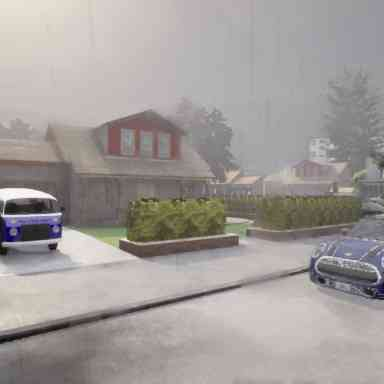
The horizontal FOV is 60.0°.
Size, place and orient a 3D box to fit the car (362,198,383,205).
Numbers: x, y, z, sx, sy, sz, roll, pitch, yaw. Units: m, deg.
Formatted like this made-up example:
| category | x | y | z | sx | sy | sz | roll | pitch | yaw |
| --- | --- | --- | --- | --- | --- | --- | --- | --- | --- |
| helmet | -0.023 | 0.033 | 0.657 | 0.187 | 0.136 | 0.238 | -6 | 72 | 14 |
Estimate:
| category | x | y | z | sx | sy | sz | roll | pitch | yaw |
| --- | --- | --- | --- | --- | --- | --- | --- | --- | --- |
| car | 13.609 | 1.491 | 26.061 | 2.128 | 1.511 | 4.902 | 0 | 0 | -36 |

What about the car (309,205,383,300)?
| category | x | y | z | sx | sy | sz | roll | pitch | yaw |
| --- | --- | --- | --- | --- | --- | --- | --- | --- | --- |
| car | 4.940 | 1.352 | 8.167 | 4.553 | 1.767 | 2.097 | 0 | 0 | -36 |

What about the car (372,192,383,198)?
| category | x | y | z | sx | sy | sz | roll | pitch | yaw |
| --- | --- | --- | --- | --- | --- | --- | --- | --- | --- |
| car | 22.993 | 0.985 | 40.726 | 3.866 | 1.878 | 1.905 | 0 | 0 | -1 |
